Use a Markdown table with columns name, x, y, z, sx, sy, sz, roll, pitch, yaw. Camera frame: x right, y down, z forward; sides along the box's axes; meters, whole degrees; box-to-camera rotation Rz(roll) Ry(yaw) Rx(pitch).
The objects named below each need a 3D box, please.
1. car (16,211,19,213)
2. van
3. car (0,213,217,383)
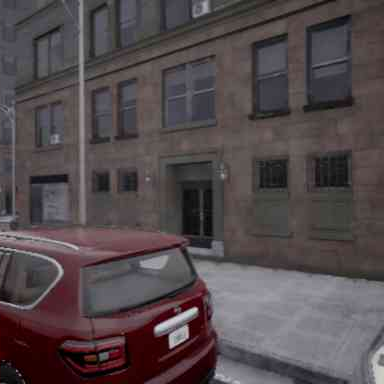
| name | x | y | z | sx | sy | sz | roll | pitch | yaw |
| --- | --- | --- | --- | --- | --- | --- | --- | --- | --- |
| car | -10.171 | 1.670 | 23.874 | 1.837 | 1.490 | 4.892 | -1 | 0 | 35 |
| van | 2.565 | 1.324 | 0.982 | 3.998 | 1.788 | 1.690 | -1 | -1 | 35 |
| car | -2.059 | 1.360 | 4.278 | 5.009 | 1.841 | 2.192 | -1 | -1 | 35 |
